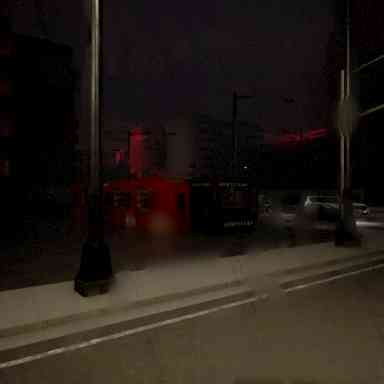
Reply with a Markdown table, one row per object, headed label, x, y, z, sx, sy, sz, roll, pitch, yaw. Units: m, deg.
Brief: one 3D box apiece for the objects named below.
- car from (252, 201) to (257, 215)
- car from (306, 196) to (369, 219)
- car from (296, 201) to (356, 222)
| label | x | y | z | sx | sy | sz | roll | pitch | yaw |
| --- | --- | --- | --- | --- | --- | --- | --- | --- | --- |
| car | 5.396 | 1.685 | 34.197 | 1.882 | 1.535 | 5.008 | 0 | -1 | -36 |
| car | 12.797 | 1.339 | 29.946 | 2.150 | 2.045 | 5.566 | 0 | -1 | -36 |
| car | 10.578 | 1.667 | 27.037 | 1.994 | 1.385 | 4.181 | 0 | -1 | -36 |
